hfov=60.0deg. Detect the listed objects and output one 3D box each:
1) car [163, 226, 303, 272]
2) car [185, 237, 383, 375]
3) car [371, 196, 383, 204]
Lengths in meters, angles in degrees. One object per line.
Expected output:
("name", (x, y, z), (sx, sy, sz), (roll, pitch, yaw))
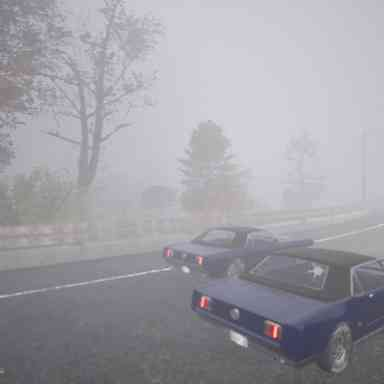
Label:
("car", (1.589, 1.653, 9.691), (4.718, 1.301, 1.895), (0, 0, -39))
("car", (2.381, 1.629, 5.674), (4.718, 1.301, 1.895), (0, 0, -37))
("car", (37.414, 1.633, 66.551), (2.128, 1.511, 4.902), (0, 0, 11))
